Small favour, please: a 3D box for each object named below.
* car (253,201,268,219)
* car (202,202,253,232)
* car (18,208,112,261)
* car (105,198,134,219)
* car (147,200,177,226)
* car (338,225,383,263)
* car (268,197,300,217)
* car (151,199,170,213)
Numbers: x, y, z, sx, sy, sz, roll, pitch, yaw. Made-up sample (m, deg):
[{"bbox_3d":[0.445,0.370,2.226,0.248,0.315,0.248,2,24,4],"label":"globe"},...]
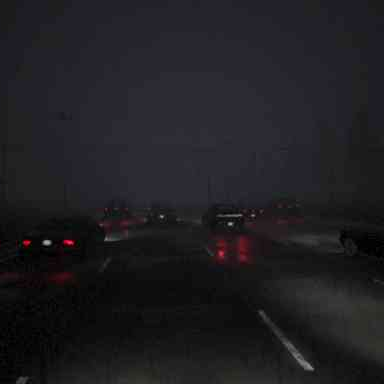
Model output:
[{"bbox_3d":[4.464,1.499,27.674,1.895,1.301,4.718,0,0,-6],"label":"car"},{"bbox_3d":[1.751,1.430,19.605,2.128,1.511,4.902,0,0,-6],"label":"car"},{"bbox_3d":[-4.519,1.549,12.375,2.033,1.411,5.357,0,0,-5],"label":"car"},{"bbox_3d":[-6.175,1.325,28.474,2.097,1.767,4.553,0,0,-6],"label":"car"},{"bbox_3d":[-2.119,1.522,23.109,1.994,1.385,4.181,0,0,-6],"label":"car"},{"bbox_3d":[6.316,1.531,9.695,1.895,1.301,4.718,0,0,-6],"label":"car"},{"bbox_3d":[7.796,1.225,29.485,2.097,1.767,4.553,0,0,-6],"label":"car"},{"bbox_3d":[-3.544,1.533,37.254,1.895,1.301,4.718,0,0,-6],"label":"car"}]
